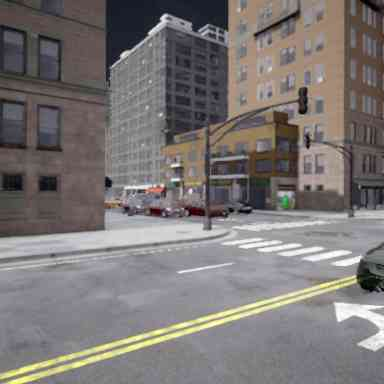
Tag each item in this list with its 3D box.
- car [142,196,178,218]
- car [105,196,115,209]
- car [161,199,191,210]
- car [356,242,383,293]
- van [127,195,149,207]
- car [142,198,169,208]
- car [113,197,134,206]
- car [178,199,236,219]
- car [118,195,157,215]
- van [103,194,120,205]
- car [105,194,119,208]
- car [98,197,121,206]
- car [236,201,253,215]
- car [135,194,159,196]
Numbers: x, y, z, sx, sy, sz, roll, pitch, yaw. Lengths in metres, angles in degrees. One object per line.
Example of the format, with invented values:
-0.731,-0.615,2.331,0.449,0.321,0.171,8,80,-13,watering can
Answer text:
-2.305,1.411,29.140,1.967,1.590,4.097,0,0,-35,car
-11.834,1.551,42.650,1.802,1.307,4.206,0,0,-35,car
-2.100,1.577,42.772,1.802,1.307,4.206,0,0,-35,car
5.645,1.557,7.785,4.181,1.385,1.994,0,0,-39,car
-8.452,1.338,51.779,1.690,1.788,3.998,0,0,-35,van
-5.276,1.561,47.275,1.947,1.339,4.313,0,0,-35,car
-11.628,1.550,56.282,2.008,1.369,4.403,0,0,-35,car
1.157,1.458,28.630,1.882,1.535,5.008,0,0,-35,car
-5.481,1.410,33.643,1.967,1.590,4.097,0,0,-35,car
-14.804,1.345,60.785,1.690,1.788,3.998,0,0,-35,van
-10.537,1.456,45.246,1.882,1.535,5.008,0,0,-35,car
-13.608,1.539,54.669,2.033,1.411,5.357,0,0,-34,car
4.253,1.563,33.764,1.947,1.339,4.313,0,0,-35,car
-4.662,1.199,36.885,2.150,2.045,5.566,0,0,-35,car
